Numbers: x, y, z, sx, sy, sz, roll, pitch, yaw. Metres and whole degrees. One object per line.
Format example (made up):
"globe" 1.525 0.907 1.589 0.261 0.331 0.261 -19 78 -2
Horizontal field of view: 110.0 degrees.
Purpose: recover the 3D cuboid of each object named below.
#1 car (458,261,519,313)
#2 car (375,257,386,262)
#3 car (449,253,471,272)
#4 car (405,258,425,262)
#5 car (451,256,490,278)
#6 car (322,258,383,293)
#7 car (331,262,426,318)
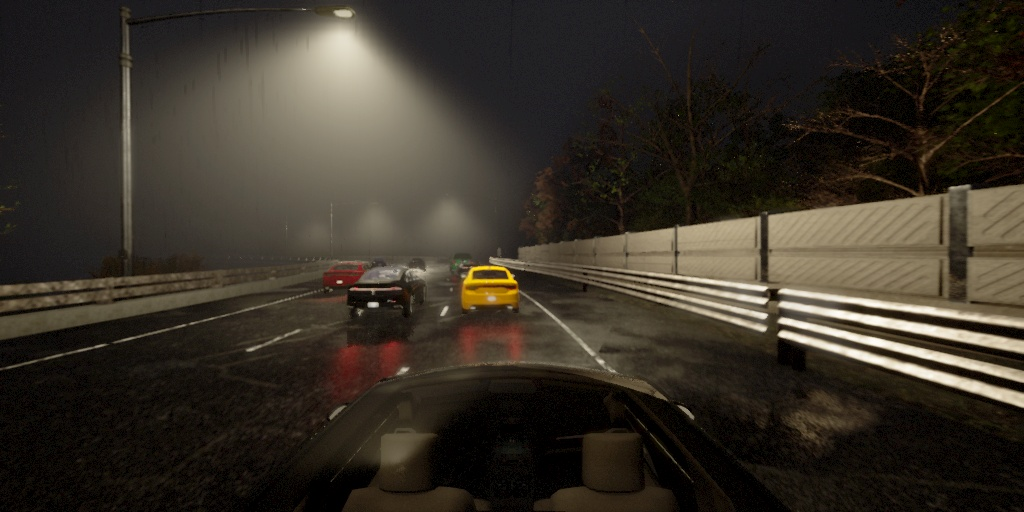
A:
"car" -0.883 1.125 13.463 1.882 1.535 5.008 0 1 -6
"car" -17.665 0.896 47.272 1.812 1.442 4.674 0 1 -26
"car" -5.133 0.677 36.191 2.150 2.045 5.566 0 1 -12
"car" -10.893 0.926 40.476 1.837 1.490 4.892 0 0 -21
"car" -3.316 1.017 27.642 2.128 1.511 4.902 0 1 -12
"car" -8.704 1.080 19.670 1.882 1.535 5.008 0 1 -9
"car" -4.205 1.150 12.630 2.128 1.511 4.902 0 1 -6
